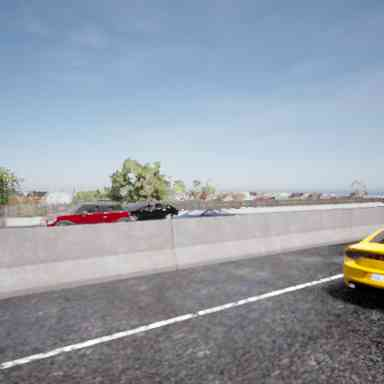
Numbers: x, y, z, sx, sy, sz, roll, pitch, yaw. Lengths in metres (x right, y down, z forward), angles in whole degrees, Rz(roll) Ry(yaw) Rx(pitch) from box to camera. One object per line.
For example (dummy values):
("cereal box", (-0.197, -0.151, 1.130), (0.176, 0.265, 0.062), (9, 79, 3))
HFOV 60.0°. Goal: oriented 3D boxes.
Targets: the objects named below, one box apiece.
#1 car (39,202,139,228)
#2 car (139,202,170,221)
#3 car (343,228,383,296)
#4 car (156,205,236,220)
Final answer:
("car", (-5.442, 1.330, 17.285), (4.553, 1.767, 2.097), (0, 0, -35))
("car", (-3.186, 1.466, 23.164), (4.892, 1.490, 1.837), (0, 0, -35))
("car", (5.504, 1.448, 7.636), (5.008, 1.535, 1.882), (0, 0, -35))
("car", (0.589, 1.527, 17.260), (4.181, 1.385, 1.994), (0, 0, -35))
